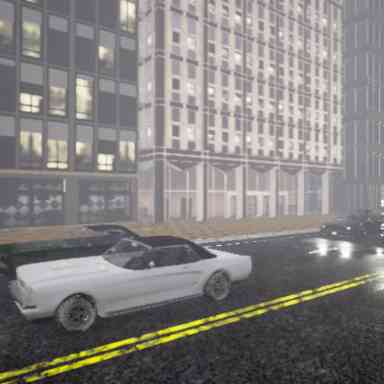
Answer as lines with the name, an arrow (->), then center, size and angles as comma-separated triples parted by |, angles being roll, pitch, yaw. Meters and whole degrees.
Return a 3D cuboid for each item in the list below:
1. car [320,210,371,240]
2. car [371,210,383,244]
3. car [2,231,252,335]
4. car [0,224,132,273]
car -> 9.274, 1.687, 18.164 | 5.357, 1.411, 2.033 | 1, 0, -35
car -> 10.424, 1.483, 15.001 | 4.553, 1.767, 2.097 | 1, 0, -35
car -> -1.062, 1.623, 6.866 | 4.718, 1.301, 1.895 | 1, 0, -35
car -> -2.952, 1.623, 9.509 | 4.718, 1.301, 1.895 | 1, 0, -35
